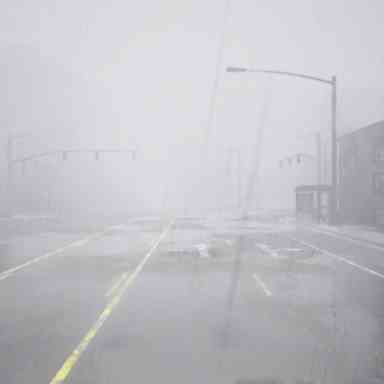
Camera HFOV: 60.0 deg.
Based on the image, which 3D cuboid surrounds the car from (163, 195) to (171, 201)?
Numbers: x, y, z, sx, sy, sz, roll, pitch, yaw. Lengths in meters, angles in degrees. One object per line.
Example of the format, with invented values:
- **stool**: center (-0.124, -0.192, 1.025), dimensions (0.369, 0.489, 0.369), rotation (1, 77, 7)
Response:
- **car**: center (-7.009, 1.835, 93.977), dimensions (2.150, 2.045, 5.566), rotation (0, -1, 0)
